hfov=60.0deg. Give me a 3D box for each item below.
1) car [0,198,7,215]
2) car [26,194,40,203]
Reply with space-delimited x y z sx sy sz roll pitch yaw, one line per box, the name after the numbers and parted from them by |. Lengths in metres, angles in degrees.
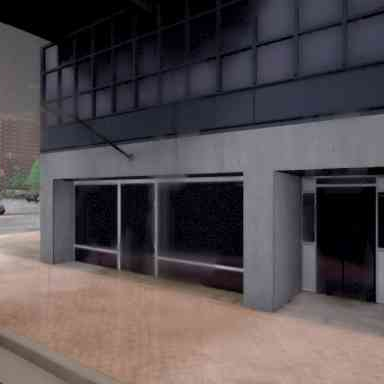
-17.894 1.491 27.199 2.128 1.511 4.902 0 0 36 | car
-30.237 1.153 64.728 4.605 1.855 1.932 0 0 35 | car
